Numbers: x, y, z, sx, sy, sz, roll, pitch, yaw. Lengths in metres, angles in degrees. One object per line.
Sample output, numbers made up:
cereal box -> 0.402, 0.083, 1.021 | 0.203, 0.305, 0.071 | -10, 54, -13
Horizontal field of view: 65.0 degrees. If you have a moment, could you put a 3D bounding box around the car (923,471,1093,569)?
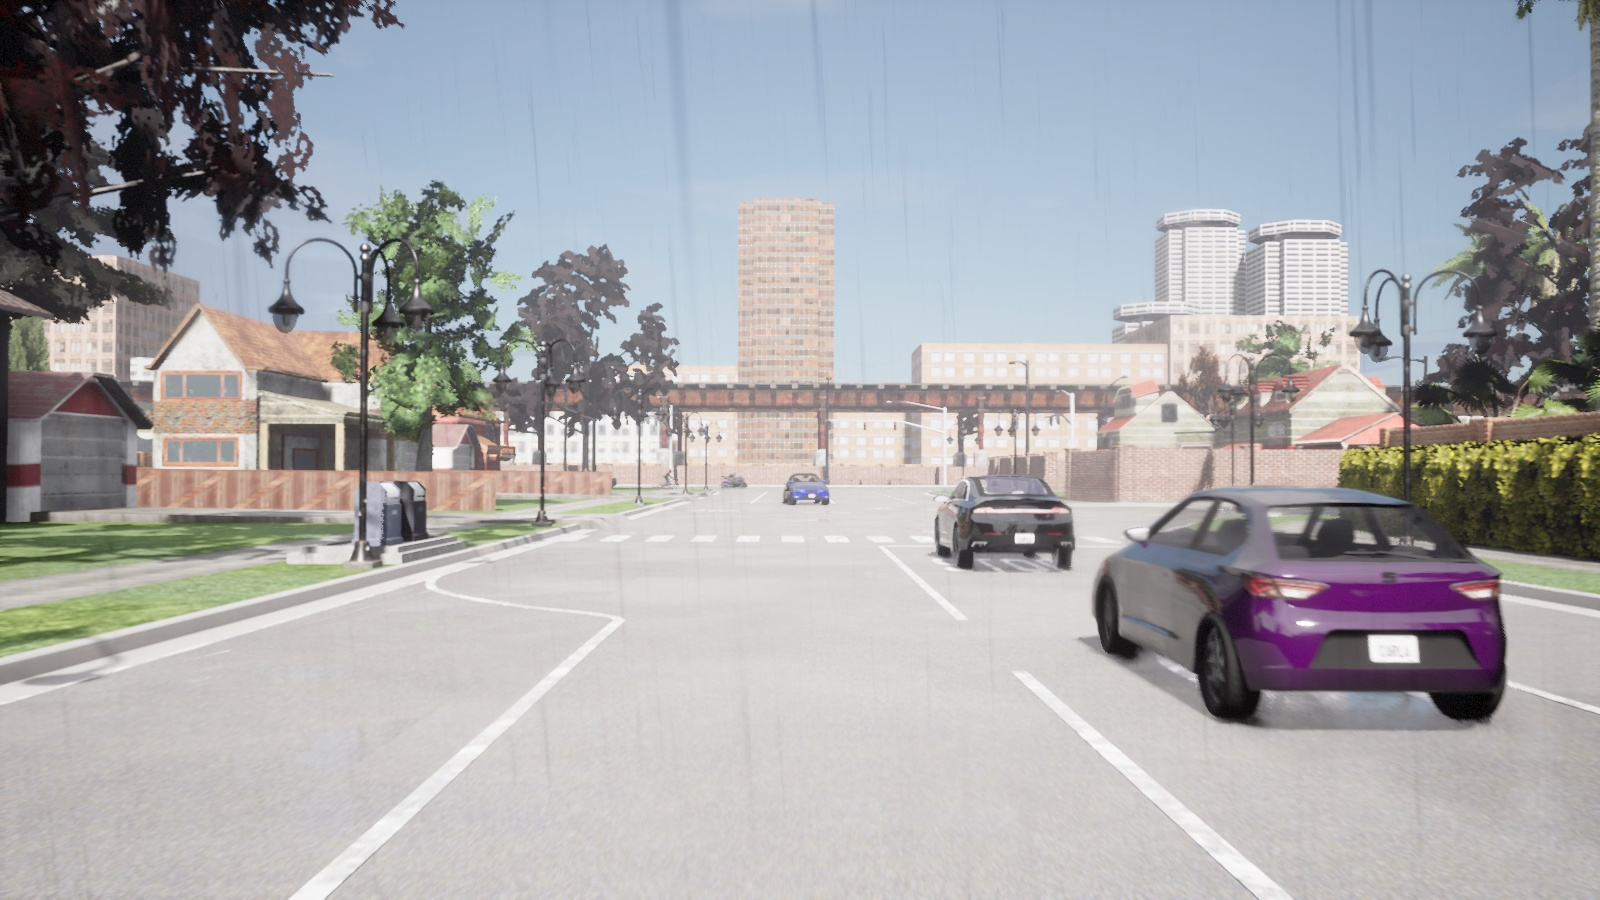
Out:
car -> 3.446, 1.123, 21.836 | 2.128, 1.511, 4.902 | 0, -1, 0

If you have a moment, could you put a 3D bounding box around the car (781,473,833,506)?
car -> 0.291, 1.805, 58.395 | 1.816, 1.474, 4.193 | 0, -1, -8

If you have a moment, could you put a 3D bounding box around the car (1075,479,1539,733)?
car -> 3.476, 0.975, 9.566 | 1.816, 1.474, 4.193 | 0, -1, 0
